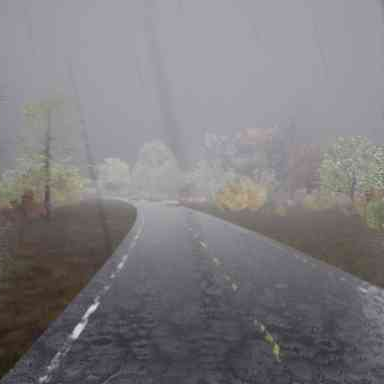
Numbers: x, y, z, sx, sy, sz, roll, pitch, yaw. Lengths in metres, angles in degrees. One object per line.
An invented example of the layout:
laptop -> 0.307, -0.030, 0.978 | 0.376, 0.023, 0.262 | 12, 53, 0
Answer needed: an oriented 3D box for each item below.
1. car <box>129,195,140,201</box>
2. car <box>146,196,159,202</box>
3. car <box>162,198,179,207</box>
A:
car -> -12.710, 1.348, 73.135 | 1.994, 1.385, 4.181 | 1, 0, -17
car -> -8.245, 1.450, 68.690 | 1.895, 1.301, 4.718 | 1, 0, -17
car -> -3.285, 1.532, 49.286 | 1.895, 1.301, 4.718 | 1, 0, -12
